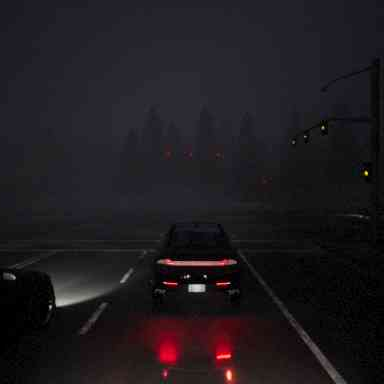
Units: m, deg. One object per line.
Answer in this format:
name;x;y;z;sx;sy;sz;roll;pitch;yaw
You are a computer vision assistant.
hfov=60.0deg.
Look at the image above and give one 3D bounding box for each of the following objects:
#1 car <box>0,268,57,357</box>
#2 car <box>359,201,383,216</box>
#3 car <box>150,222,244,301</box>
car;-3.403;1.564;4.249;1.994;1.385;4.181;0;0;0
car;18.703;1.491;31.193;5.357;1.411;2.033;0;0;0
car;0.124;1.491;8.315;2.128;1.511;4.902;0;0;1
